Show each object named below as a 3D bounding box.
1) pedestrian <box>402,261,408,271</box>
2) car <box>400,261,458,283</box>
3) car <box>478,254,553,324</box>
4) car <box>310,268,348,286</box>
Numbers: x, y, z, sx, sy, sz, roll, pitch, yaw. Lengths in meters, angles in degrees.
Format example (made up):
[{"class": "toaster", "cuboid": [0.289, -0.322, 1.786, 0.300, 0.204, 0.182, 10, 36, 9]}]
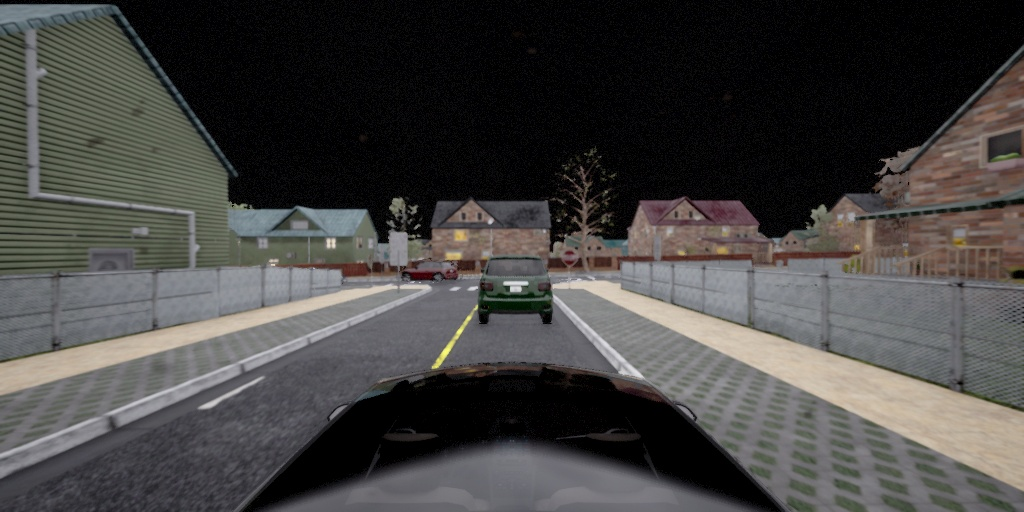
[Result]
[{"class": "pedestrian", "cuboid": [-9.640, 1.004, 32.264, 0.375, 1.860, 0.375, 0, 2, 0]}, {"class": "car", "cuboid": [-6.703, 1.200, 28.731, 4.553, 1.767, 2.097, -1, 1, 23]}, {"class": "car", "cuboid": [0.099, 0.967, 12.103, 2.150, 2.045, 5.566, 0, 0, 0]}, {"class": "car", "cuboid": [-14.615, 1.593, 26.405, 4.674, 1.442, 1.812, -1, 1, 0]}]
